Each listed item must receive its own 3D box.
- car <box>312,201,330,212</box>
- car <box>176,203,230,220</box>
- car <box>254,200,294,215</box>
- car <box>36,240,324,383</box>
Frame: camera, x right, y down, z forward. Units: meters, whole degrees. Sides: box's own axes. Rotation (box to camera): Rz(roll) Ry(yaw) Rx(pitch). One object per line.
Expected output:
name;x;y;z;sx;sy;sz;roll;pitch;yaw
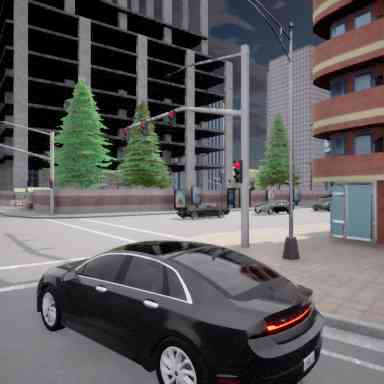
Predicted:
car;16.663;1.407;40.295;4.553;1.767;2.097;0;0;-35
car;0.973;1.656;29.125;4.718;1.301;1.895;0;0;-36
car;8.566;1.547;34.543;4.902;1.511;2.128;0;0;-35
car;-0.602;1.505;5.065;4.892;1.490;1.837;0;0;41
